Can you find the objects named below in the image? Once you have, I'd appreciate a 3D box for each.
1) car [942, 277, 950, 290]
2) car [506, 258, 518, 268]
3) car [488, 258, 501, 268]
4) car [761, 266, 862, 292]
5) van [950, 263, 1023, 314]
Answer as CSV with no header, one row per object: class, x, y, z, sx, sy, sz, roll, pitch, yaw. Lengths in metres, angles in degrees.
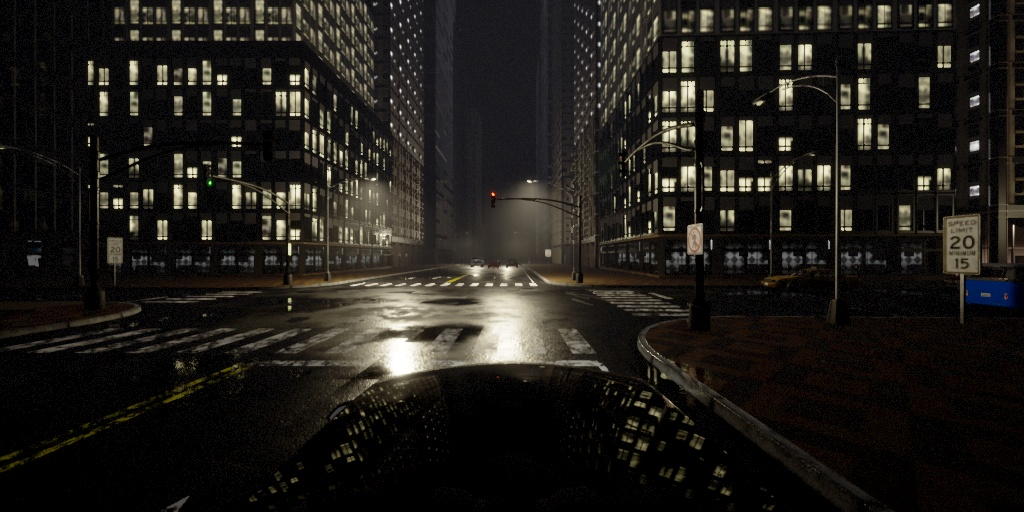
car,26.925,1.356,20.117,4.207,1.307,1.802,0,0,2
car,0.011,1.212,63.577,2.097,1.767,4.553,0,0,0
car,-3.240,1.460,63.220,1.895,1.301,4.718,0,0,0
car,17.091,1.293,20.603,4.829,1.417,1.751,0,0,2
van,18.360,1.119,12.431,3.998,1.789,1.690,0,0,2
